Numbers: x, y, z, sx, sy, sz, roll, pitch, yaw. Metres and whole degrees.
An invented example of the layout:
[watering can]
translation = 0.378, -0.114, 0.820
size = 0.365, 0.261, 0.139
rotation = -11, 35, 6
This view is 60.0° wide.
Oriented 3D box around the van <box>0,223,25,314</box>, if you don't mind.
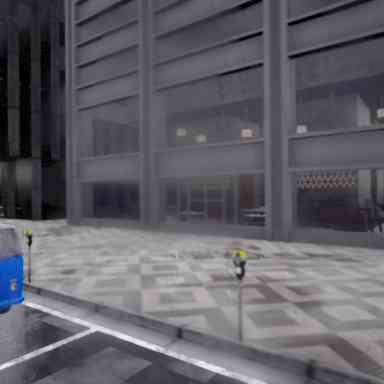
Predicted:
[van]
translation = -4.949, 1.422, 6.488
size = 3.998, 1.788, 1.690
rotation = -1, -1, 35
